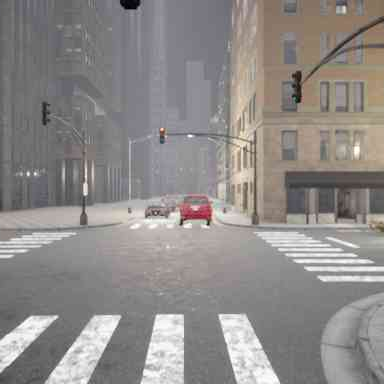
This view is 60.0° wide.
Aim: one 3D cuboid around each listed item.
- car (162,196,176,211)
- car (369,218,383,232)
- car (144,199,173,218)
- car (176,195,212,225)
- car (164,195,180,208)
[{"bbox_3d":[-2.981,1.489,39.421,2.128,1.511,4.902,0,0,0],"label":"car"},{"bbox_3d":[12.164,1.512,17.889,4.829,1.417,1.752,0,0,-1],"label":"car"},{"bbox_3d":[-3.015,1.562,29.566,1.994,1.385,4.181,0,0,0],"label":"car"},{"bbox_3d":[0.276,1.219,24.320,2.150,2.045,5.566,0,0,1],"label":"car"},{"bbox_3d":[-2.948,1.348,49.320,2.097,1.767,4.553,0,0,0],"label":"car"}]
